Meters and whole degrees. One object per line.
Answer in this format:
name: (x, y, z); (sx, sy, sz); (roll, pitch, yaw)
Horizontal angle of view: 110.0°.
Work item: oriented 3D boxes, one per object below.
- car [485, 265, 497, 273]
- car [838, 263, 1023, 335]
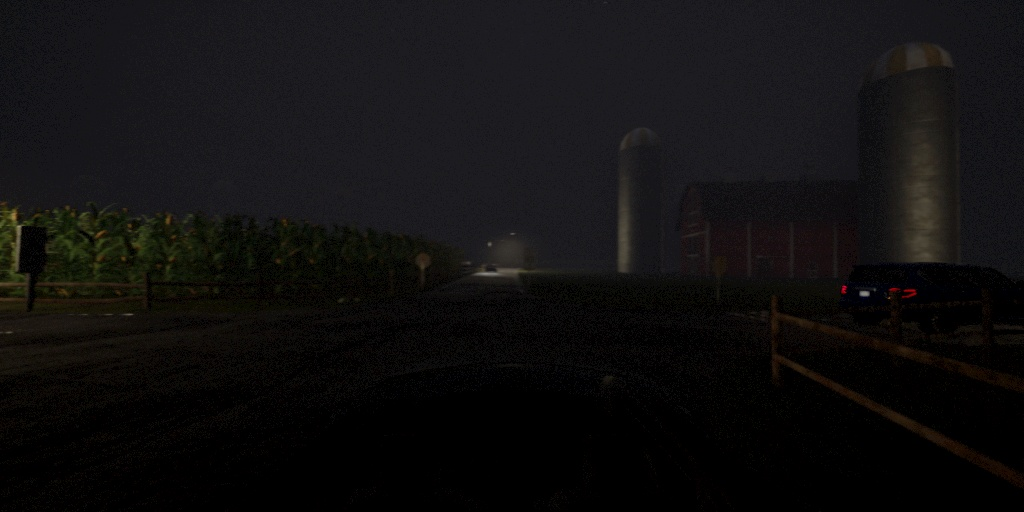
car: (-3.610, 2.172, 62.137); (1.895, 1.301, 4.718); (1, -1, 1)
car: (13.197, 1.256, 10.936); (5.566, 2.045, 2.150); (1, -2, -5)
